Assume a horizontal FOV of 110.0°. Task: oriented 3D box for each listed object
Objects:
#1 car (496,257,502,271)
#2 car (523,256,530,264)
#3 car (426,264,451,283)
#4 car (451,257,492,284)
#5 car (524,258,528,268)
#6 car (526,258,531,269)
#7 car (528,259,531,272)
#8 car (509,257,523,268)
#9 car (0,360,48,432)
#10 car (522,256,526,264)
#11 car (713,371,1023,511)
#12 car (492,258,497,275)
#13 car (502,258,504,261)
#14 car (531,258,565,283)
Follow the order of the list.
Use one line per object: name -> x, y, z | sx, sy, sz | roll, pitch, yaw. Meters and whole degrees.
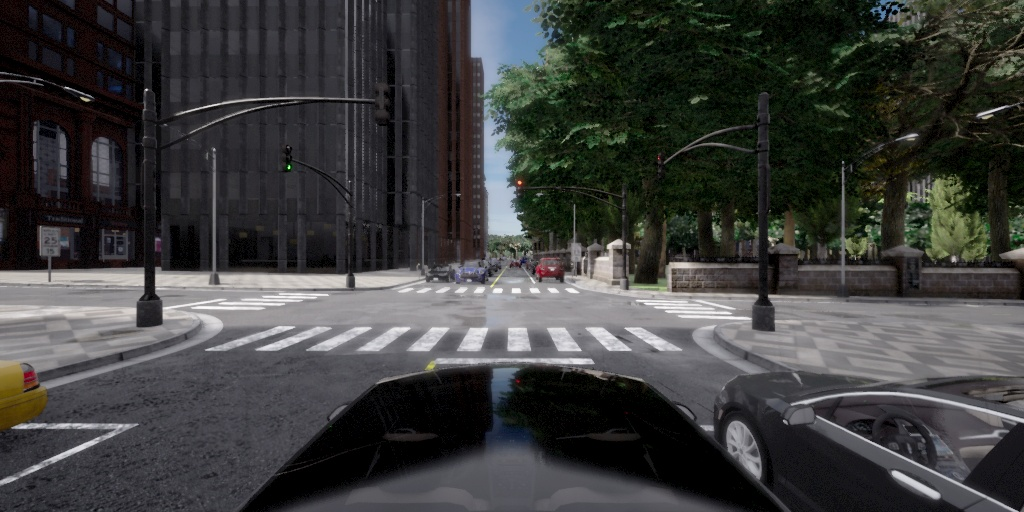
car -> -2.764, 1.270, 45.439 | 2.128, 1.511, 4.902 | 0, 0, 0
car -> 3.170, 1.231, 55.661 | 1.967, 1.591, 4.097 | 0, 0, 0
car -> -5.562, 1.326, 28.436 | 1.948, 1.339, 4.313 | 0, 0, 0
car -> -2.912, 1.112, 26.839 | 2.097, 1.767, 4.553 | 0, 0, 0
car -> 3.129, 1.335, 50.205 | 2.007, 1.370, 4.403 | 0, 0, 0
car -> 3.087, 1.329, 44.748 | 2.007, 1.370, 4.403 | 0, 0, 0
car -> 3.046, 1.338, 39.292 | 1.948, 1.339, 4.313 | 0, 0, 0
car -> 0.536, 1.323, 61.252 | 1.812, 1.442, 4.674 | 0, 0, 0
car -> -5.766, 1.275, 1.602 | 1.751, 1.417, 4.829 | 0, 0, 0
car -> 3.211, 1.237, 61.118 | 1.967, 1.591, 4.097 | 0, 0, 0
car -> 2.760, 1.300, 1.716 | 2.007, 1.370, 4.403 | 0, 0, 0
car -> -2.842, 1.273, 35.942 | 1.837, 1.490, 4.892 | 0, 0, 1
car -> -2.664, 1.354, 55.429 | 1.994, 1.385, 4.181 | 0, 0, 1
car -> 2.963, 1.075, 28.380 | 2.192, 1.841, 5.009 | 0, 0, 0
